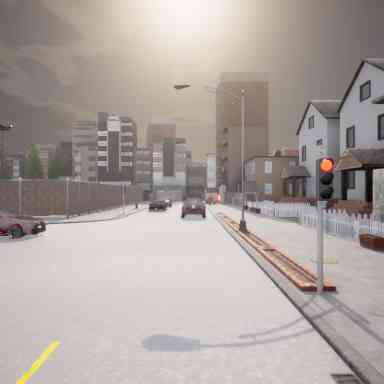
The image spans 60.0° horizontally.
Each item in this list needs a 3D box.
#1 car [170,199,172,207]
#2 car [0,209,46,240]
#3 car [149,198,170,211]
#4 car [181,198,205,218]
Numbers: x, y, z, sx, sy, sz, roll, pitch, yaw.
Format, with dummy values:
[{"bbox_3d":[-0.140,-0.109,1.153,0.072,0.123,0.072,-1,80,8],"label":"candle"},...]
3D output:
[{"bbox_3d":[-4.103,1.564,50.574,1.994,1.385,4.181,0,0,0],"label":"car"},{"bbox_3d":[-9.589,1.564,16.566,4.181,1.385,1.994,0,0,-1],"label":"car"},{"bbox_3d":[-4.112,1.601,40.505,1.895,1.301,4.718,0,0,0],"label":"car"},{"bbox_3d":[0.126,1.352,30.772,2.097,1.767,4.553,0,0,0],"label":"car"}]
